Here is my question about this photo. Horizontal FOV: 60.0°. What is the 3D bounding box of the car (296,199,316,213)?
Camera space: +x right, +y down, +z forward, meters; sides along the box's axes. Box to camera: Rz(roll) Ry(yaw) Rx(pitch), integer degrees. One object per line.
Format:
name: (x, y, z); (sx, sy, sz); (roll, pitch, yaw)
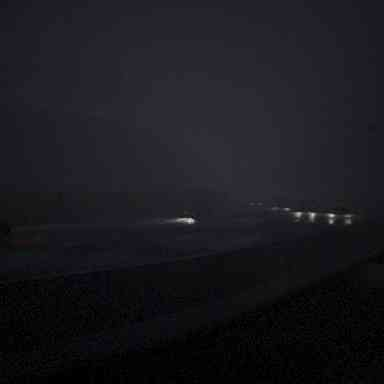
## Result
car: (12.980, 1.493, 37.626); (1.812, 1.442, 4.674); (0, 0, 23)

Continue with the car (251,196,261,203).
car: (13.172, 1.468, 68.169); (1.812, 1.442, 4.674); (0, 0, 9)

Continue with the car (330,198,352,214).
car: (15.780, 1.434, 35.358); (1.882, 1.535, 5.008); (0, 0, 24)

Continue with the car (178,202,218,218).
car: (0.599, 1.573, 29.925); (1.994, 1.385, 4.181); (0, 0, 35)

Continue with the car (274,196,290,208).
car: (12.960, 1.322, 48.124); (2.097, 1.767, 4.553); (0, 0, 14)

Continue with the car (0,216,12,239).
car: (-10.334, 1.548, 13.953); (4.892, 1.490, 1.837); (0, 0, -37)
